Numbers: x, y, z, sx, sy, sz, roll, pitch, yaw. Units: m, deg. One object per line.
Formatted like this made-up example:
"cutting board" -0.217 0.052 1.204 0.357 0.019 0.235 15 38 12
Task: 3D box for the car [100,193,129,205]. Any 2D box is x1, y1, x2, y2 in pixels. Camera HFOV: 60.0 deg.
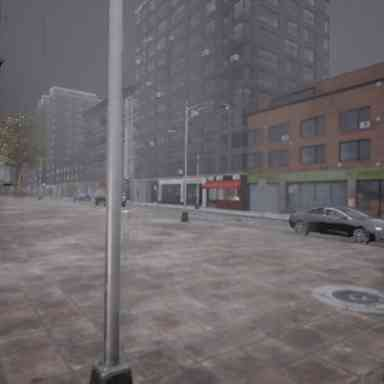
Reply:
"car" -10.390 0.931 44.445 2.128 1.511 4.902 1 0 -35

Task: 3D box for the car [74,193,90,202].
"car" -18.273 0.881 55.519 1.812 1.442 4.674 1 0 -35

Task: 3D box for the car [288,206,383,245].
"car" 6.755 1.411 15.273 2.128 1.511 4.902 1 1 -35

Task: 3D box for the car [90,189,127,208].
"car" -9.371 0.687 37.977 2.150 2.045 5.566 1 0 -35
